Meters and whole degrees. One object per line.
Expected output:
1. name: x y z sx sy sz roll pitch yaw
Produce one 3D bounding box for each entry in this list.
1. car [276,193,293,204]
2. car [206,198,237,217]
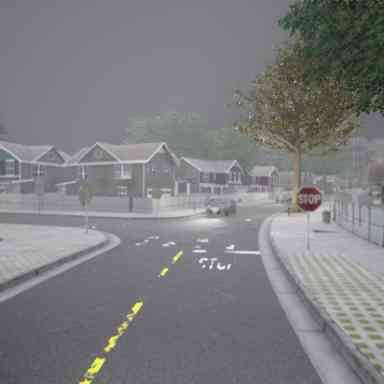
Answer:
1. car: 14.558 0.983 51.784 2.128 1.511 4.902 0 1 33
2. car: 2.605 1.250 28.631 2.128 1.511 4.902 0 1 19
